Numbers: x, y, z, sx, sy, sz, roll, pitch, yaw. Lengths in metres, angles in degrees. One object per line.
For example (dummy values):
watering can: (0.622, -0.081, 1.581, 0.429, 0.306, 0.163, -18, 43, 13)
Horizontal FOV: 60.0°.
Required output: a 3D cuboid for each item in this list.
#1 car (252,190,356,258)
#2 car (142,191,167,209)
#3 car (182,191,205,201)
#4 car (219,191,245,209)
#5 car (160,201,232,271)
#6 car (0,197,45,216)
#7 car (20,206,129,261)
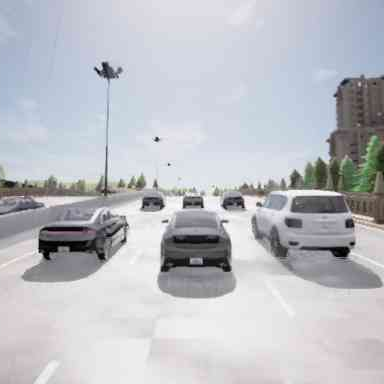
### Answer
car: (3.602, 0.944, 11.705, 2.150, 2.045, 5.566, 0, 2, 0)
car: (-3.396, 0.675, 30.090, 1.837, 1.490, 4.892, 0, 2, 0)
car: (0.104, 0.657, 30.228, 2.128, 1.511, 4.902, 0, 2, 0)
car: (3.604, 0.674, 30.123, 1.837, 1.490, 4.892, 0, 2, 0)
car: (0.101, 1.277, 10.128, 1.837, 1.490, 4.892, 0, 2, 0)
car: (-10.596, 1.027, 19.805, 2.033, 1.411, 5.357, 0, 2, 0)
car: (-3.399, 1.229, 11.221, 2.128, 1.511, 4.902, 0, 2, 0)
